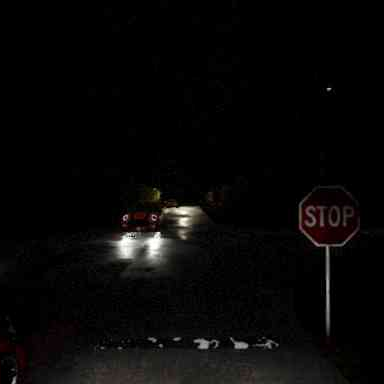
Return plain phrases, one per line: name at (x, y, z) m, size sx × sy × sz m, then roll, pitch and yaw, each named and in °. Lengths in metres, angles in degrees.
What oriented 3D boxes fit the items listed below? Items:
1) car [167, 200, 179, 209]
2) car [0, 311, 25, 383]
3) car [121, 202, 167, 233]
car at (-3.210, 2.062, 54.857) m, size 1.882 × 1.535 × 5.008 m, roll 0°, pitch -1°, yaw 0°
car at (-2.762, 1.568, 1.850) m, size 1.994 × 1.385 × 4.181 m, roll 0°, pitch 0°, yaw 0°
car at (-2.916, 1.425, 20.336) m, size 2.097 × 1.767 × 4.553 m, roll 0°, pitch 0°, yaw 0°
